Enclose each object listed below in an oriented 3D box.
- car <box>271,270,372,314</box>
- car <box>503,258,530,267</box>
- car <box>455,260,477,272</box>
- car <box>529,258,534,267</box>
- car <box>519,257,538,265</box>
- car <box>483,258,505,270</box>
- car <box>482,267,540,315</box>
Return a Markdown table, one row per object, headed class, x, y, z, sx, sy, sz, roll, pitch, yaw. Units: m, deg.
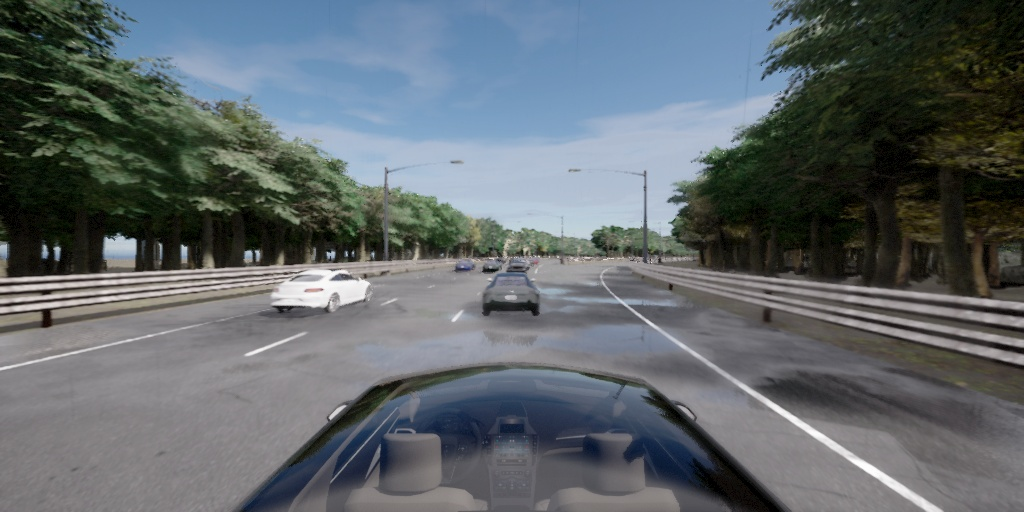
| class | x | y | z | sx | sy | sz | roll | pitch | yaw |
| --- | --- | --- | --- | --- | --- | --- | --- | --- | --- |
| car | -6.958 | 1.239 | 13.556 | 1.812 | 1.442 | 4.674 | 1 | 0 | 1 |
| car | 0.518 | 1.213 | 32.828 | 1.837 | 1.490 | 4.892 | 0 | 0 | 3 |
| car | -5.702 | 1.215 | 44.578 | 1.994 | 1.385 | 4.181 | 0 | 0 | 5 |
| car | 1.589 | 1.259 | 48.819 | 1.895 | 1.301 | 4.718 | 0 | 0 | 5 |
| car | 2.798 | 1.126 | 60.782 | 2.128 | 1.511 | 4.902 | 0 | 0 | 7 |
| car | -2.289 | 1.229 | 43.240 | 1.994 | 1.385 | 4.181 | 0 | 0 | 4 |
| car | -0.018 | 1.308 | 13.586 | 1.994 | 1.385 | 4.181 | 0 | 0 | 0 |
